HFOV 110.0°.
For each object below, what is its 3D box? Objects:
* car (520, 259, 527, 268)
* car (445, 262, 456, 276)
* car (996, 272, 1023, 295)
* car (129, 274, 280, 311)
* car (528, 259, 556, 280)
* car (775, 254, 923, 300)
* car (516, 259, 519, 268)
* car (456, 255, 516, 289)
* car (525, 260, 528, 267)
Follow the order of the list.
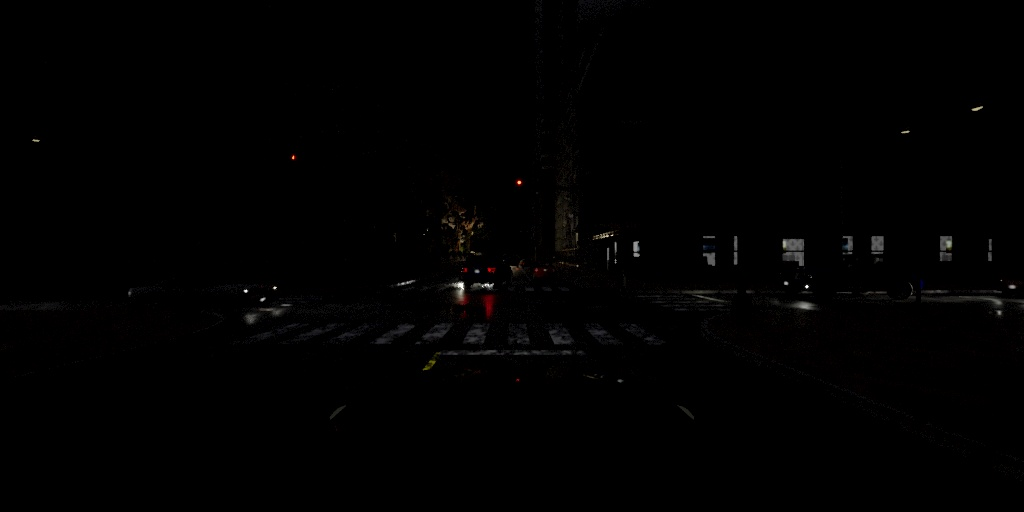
[{"bbox_3d":[2.647,1.315,59.241,1.948,1.339,4.313,0,0,0],"label":"car"},{"bbox_3d":[-5.716,1.297,36.507,1.888,1.381,4.507,0,0,0],"label":"car"},{"bbox_3d":[25.776,1.164,16.667,4.902,1.511,2.128,0,0,1],"label":"car"},{"bbox_3d":[-11.824,1.374,14.009,4.718,1.301,1.895,0,0,4],"label":"car"},{"bbox_3d":[2.669,1.192,30.835,1.967,1.591,4.097,0,0,0],"label":"car"},{"bbox_3d":[15.700,0.925,16.873,5.566,2.045,2.150,0,0,1],"label":"car"},{"bbox_3d":[0.059,1.099,61.940,2.097,1.767,4.553,0,0,0],"label":"car"},{"bbox_3d":[-1.499,0.974,23.173,2.150,2.045,5.566,0,0,11],"label":"car"},{"bbox_3d":[2.664,1.318,36.516,1.948,1.339,4.313,0,0,0],"label":"car"}]
